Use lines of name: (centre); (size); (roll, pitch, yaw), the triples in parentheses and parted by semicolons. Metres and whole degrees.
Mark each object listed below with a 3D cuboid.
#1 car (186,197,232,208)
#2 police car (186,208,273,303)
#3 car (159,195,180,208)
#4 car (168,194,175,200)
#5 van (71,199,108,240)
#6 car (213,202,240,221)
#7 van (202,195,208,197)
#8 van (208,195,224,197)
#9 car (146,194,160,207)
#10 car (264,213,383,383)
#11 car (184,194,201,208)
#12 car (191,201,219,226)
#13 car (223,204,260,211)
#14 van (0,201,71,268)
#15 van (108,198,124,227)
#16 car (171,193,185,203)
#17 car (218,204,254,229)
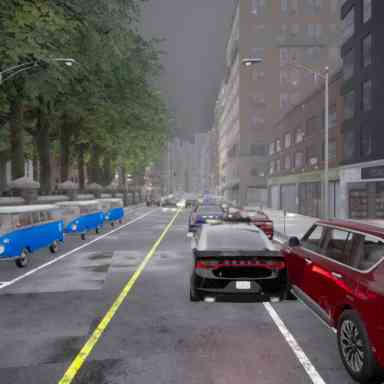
car: (0.864, 1.343, 18.262); (2.097, 1.767, 4.553); (0, 0, 0)
police car: (0.894, 1.423, 8.402); (1.930, 1.638, 5.238); (0, 0, 0)
car: (-3.129, 1.520, 47.032); (1.994, 1.385, 4.181); (0, 0, 0)
car: (-5.751, 1.381, 94.095); (1.752, 1.417, 4.829); (0, 0, 0)
van: (-5.684, 1.334, 16.628); (1.690, 1.788, 3.998); (0, 0, 0)
car: (2.832, 1.564, 27.982); (1.802, 1.307, 4.206); (0, 0, 0)
van: (2.812, 1.291, 50.623); (1.690, 1.788, 3.998); (0, 0, 0)
van: (2.827, 1.317, 33.642); (1.690, 1.788, 3.998); (0, 0, 0)
car: (-5.713, 1.265, 50.576); (2.192, 1.841, 5.009); (0, 0, 0)
car: (2.850, 1.314, 5.340); (2.192, 1.841, 5.009); (0, 0, 0)
car: (-0.012, 1.462, 46.111); (1.837, 1.490, 4.892); (0, 0, 0)
car: (0.880, 1.492, 24.292); (1.837, 1.490, 4.892); (0, 0, 0)
car: (2.842, 1.538, 16.661); (1.887, 1.381, 4.507); (0, 0, 0)
van: (-5.679, 1.337, 10.970); (1.690, 1.788, 3.998); (0, 0, 0)
van: (-5.689, 1.329, 22.286); (1.690, 1.788, 3.998); (0, 0, 0)
car: (-3.057, 1.411, 66.128); (2.128, 1.511, 4.902); (0, 0, 0)
car: (2.837, 1.570, 22.321); (1.802, 1.307, 4.206); (0, 0, 0)
